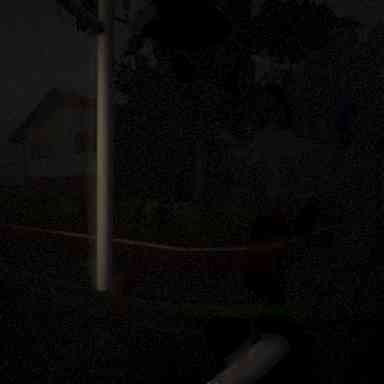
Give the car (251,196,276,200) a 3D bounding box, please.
[{"bbox_3d":[6.432,1.094,27.441,3.806,1.475,1.970,0,0,36],"label":"car"}]
